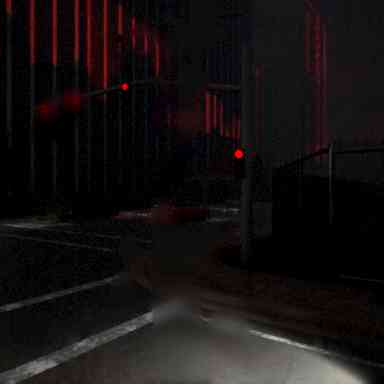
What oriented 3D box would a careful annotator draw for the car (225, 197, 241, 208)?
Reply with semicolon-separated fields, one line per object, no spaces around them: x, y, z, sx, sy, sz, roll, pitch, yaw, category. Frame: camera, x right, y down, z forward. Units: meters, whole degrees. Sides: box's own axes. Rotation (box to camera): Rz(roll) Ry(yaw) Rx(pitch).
6.388;1.421;45.963;1.882;1.535;5.008;0;0;36;car

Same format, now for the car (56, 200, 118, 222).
-8.008;1.421;25.830;1.882;1.535;5.008;0;0;36;car

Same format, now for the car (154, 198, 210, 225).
-0.621;1.296;23.814;2.097;1.767;4.553;0;0;36;car

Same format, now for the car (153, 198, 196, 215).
-1.687;1.449;34.683;1.837;1.490;4.892;0;0;36;car
